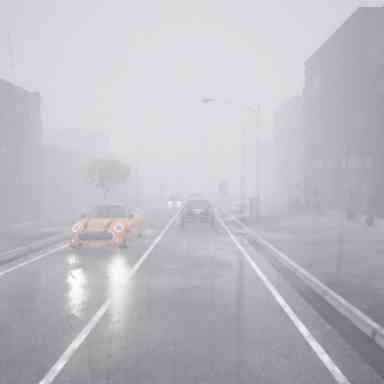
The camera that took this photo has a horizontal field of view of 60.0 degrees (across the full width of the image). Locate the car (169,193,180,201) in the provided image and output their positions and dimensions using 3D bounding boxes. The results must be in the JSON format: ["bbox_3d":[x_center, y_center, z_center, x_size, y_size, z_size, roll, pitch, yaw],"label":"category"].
[{"bbox_3d":[-2.812,0.761,55.182,1.895,1.301,4.718,0,1,1],"label":"car"}]

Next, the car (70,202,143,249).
[{"bbox_3d":[-3.424,1.270,14.039,2.097,1.767,4.553,0,1,1],"label":"car"}]

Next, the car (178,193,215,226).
[{"bbox_3d":[0.385,1.195,21.859,2.097,1.767,4.553,0,1,1],"label":"car"}]
